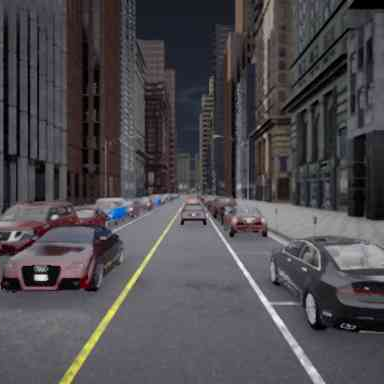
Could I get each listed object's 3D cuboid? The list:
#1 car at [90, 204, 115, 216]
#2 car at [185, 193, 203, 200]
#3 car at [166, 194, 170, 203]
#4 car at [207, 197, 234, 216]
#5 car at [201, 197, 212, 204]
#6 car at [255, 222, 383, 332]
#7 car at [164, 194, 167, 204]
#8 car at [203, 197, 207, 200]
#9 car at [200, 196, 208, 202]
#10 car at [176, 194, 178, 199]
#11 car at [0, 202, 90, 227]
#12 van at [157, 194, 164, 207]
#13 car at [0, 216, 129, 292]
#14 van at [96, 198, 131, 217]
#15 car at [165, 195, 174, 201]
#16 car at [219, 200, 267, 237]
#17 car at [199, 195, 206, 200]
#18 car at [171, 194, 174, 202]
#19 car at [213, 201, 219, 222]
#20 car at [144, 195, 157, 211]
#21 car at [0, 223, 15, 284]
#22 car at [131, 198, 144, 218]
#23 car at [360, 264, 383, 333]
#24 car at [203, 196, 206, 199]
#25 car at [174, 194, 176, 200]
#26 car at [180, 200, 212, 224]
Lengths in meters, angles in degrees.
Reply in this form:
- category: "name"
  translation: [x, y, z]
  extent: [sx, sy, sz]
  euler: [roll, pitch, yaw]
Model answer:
- category: "car"
  translation: [-5.762, 1.546, 17.990]
  extent: [1.887, 1.381, 4.507]
  euler: [0, 0, 0]
- category: "car"
  translation: [0.098, 1.358, 46.308]
  extent: [2.097, 1.767, 4.553]
  euler: [0, 0, 0]
- category: "car"
  translation: [-5.754, 1.560, 63.083]
  extent: [2.008, 1.369, 4.403]
  euler: [0, 0, 0]
- category: "car"
  translation: [2.765, 1.318, 29.271]
  extent: [2.192, 1.841, 5.009]
  euler: [0, 0, 0]
- category: "car"
  translation: [2.771, 1.575, 63.088]
  extent: [1.947, 1.339, 4.313]
  euler: [0, 0, 0]
- category: "car"
  translation: [2.761, 1.551, 6.726]
  extent: [2.008, 1.369, 4.403]
  euler: [0, 0, 0]
- category: "car"
  translation: [-5.755, 1.532, 57.277]
  extent: [1.752, 1.417, 4.829]
  euler: [0, 0, 0]
- category: "car"
  translation: [2.767, 1.570, 40.544]
  extent: [1.947, 1.339, 4.313]
  euler: [0, 0, 0]
- category: "car"
  translation: [2.774, 1.600, 79.998]
  extent: [1.802, 1.307, 4.206]
  euler: [0, 0, 0]
- category: "car"
  translation: [-5.749, 1.591, 91.266]
  extent: [1.947, 1.339, 4.313]
  euler: [0, 0, 0]
- category: "car"
  translation: [-5.763, 1.316, 12.353]
  extent: [2.192, 1.841, 5.009]
  euler: [0, 0, 0]
- category: "van"
  translation: [-5.757, 1.347, 51.810]
  extent: [1.690, 1.788, 3.998]
  euler: [0, 0, 0]
- category: "car"
  translation: [-3.098, 1.565, 8.809]
  extent: [1.994, 1.385, 4.181]
  euler: [0, 0, 0]
- category: "van"
  translation: [-5.761, 1.343, 23.627]
  extent: [1.690, 1.788, 3.998]
  euler: [0, 0, 0]
- category: "car"
  translation: [-5.750, 1.588, 85.630]
  extent: [1.947, 1.339, 4.313]
  euler: [0, 0, 0]
- category: "car"
  translation: [2.763, 1.442, 17.998]
  extent: [1.967, 1.590, 4.097]
  euler: [0, 0, 0]
- category: "car"
  translation: [2.776, 1.607, 91.270]
  extent: [1.802, 1.307, 4.206]
  euler: [0, 0, 0]
- category: "car"
  translation: [-5.753, 1.455, 74.356]
  extent: [1.967, 1.590, 4.097]
  euler: [0, 0, 0]
- category: "car"
  translation: [2.764, 1.568, 23.635]
  extent: [1.947, 1.339, 4.313]
  euler: [0, 0, 0]
- category: "car"
  translation: [-5.758, 1.444, 40.537]
  extent: [1.967, 1.590, 4.097]
  euler: [0, 0, 0]
- category: "car"
  translation: [-5.763, 1.567, 6.716]
  extent: [1.947, 1.339, 4.313]
  euler: [0, 0, 0]
- category: "car"
  translation: [-5.760, 1.443, 29.264]
  extent: [1.967, 1.590, 4.097]
  euler: [0, 0, 0]
- category: "car"
  translation: [2.760, 1.525, 1.260]
  extent: [1.752, 1.417, 4.829]
  euler: [0, 0, 0]
- category: "car"
  translation: [2.769, 1.446, 51.816]
  extent: [1.967, 1.590, 4.097]
  euler: [0, 0, 0]
- category: "car"
  translation: [-5.752, 1.333, 79.993]
  extent: [2.192, 1.841, 5.009]
  euler: [0, 0, 0]
- category: "car"
  translation: [0.104, 1.550, 24.437]
  extent: [2.033, 1.411, 5.357]
  euler: [0, 0, 0]
